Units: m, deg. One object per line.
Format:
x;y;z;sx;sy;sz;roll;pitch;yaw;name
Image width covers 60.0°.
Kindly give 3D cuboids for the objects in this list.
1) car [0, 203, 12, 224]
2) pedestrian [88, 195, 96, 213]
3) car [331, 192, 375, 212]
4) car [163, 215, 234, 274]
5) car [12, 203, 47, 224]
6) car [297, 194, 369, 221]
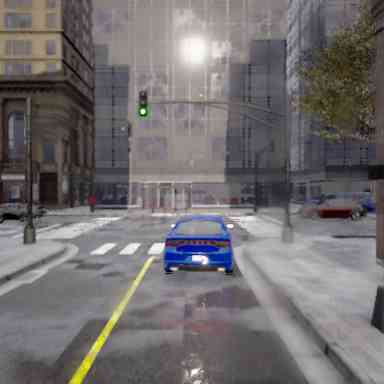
-14.897;1.564;21.579;5.008;1.535;1.882;0;0;0;car
-9.723;1.144;32.462;0.375;1.860;0.375;0;1;0;pedestrian
12.539;1.066;28.406;5.566;2.045;2.150;0;0;0;car
0.301;1.470;10.593;1.882;1.535;5.008;0;0;4;car
-13.531;1.551;25.037;4.902;1.511;2.128;0;0;0;car
10.334;1.230;25.146;4.553;1.767;2.097;0;0;0;car
